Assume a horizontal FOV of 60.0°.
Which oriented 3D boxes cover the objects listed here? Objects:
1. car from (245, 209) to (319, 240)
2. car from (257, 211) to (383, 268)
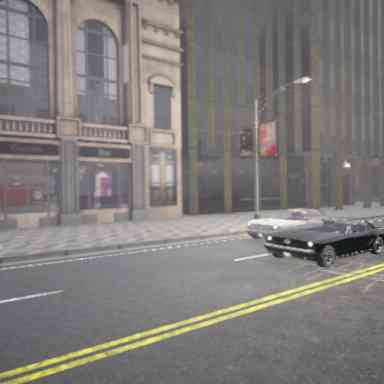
[{"bbox_3d":[4.625,1.443,14.971,4.718,1.301,1.895,-1,1,-35],"label":"car"},{"bbox_3d":[4.560,1.474,10.931,4.718,1.301,1.895,-1,1,-35],"label":"car"}]
